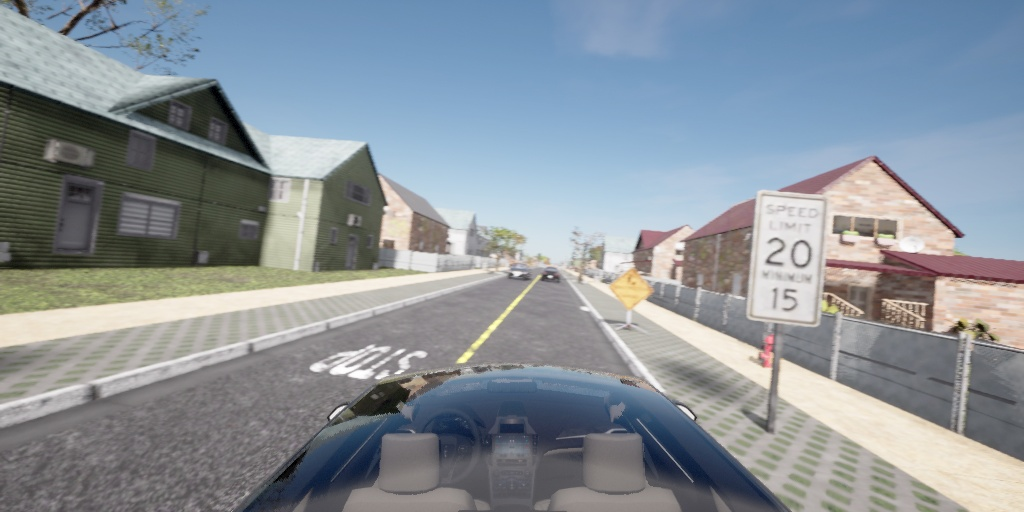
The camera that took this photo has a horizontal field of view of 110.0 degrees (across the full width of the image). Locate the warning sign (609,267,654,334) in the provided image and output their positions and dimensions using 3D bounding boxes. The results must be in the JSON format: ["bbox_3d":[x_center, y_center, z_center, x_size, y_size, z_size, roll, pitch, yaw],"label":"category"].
[{"bbox_3d":[3.477,1.263,10.761,1.300,1.860,1.060,0,0,7],"label":"warning sign"}]

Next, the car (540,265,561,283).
[{"bbox_3d":[3.932,1.826,36.182,1.812,1.442,4.674,6,0,7],"label":"car"}]

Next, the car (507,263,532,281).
[{"bbox_3d":[0.766,1.440,33.486,2.128,1.511,4.902,6,0,7],"label":"car"}]
